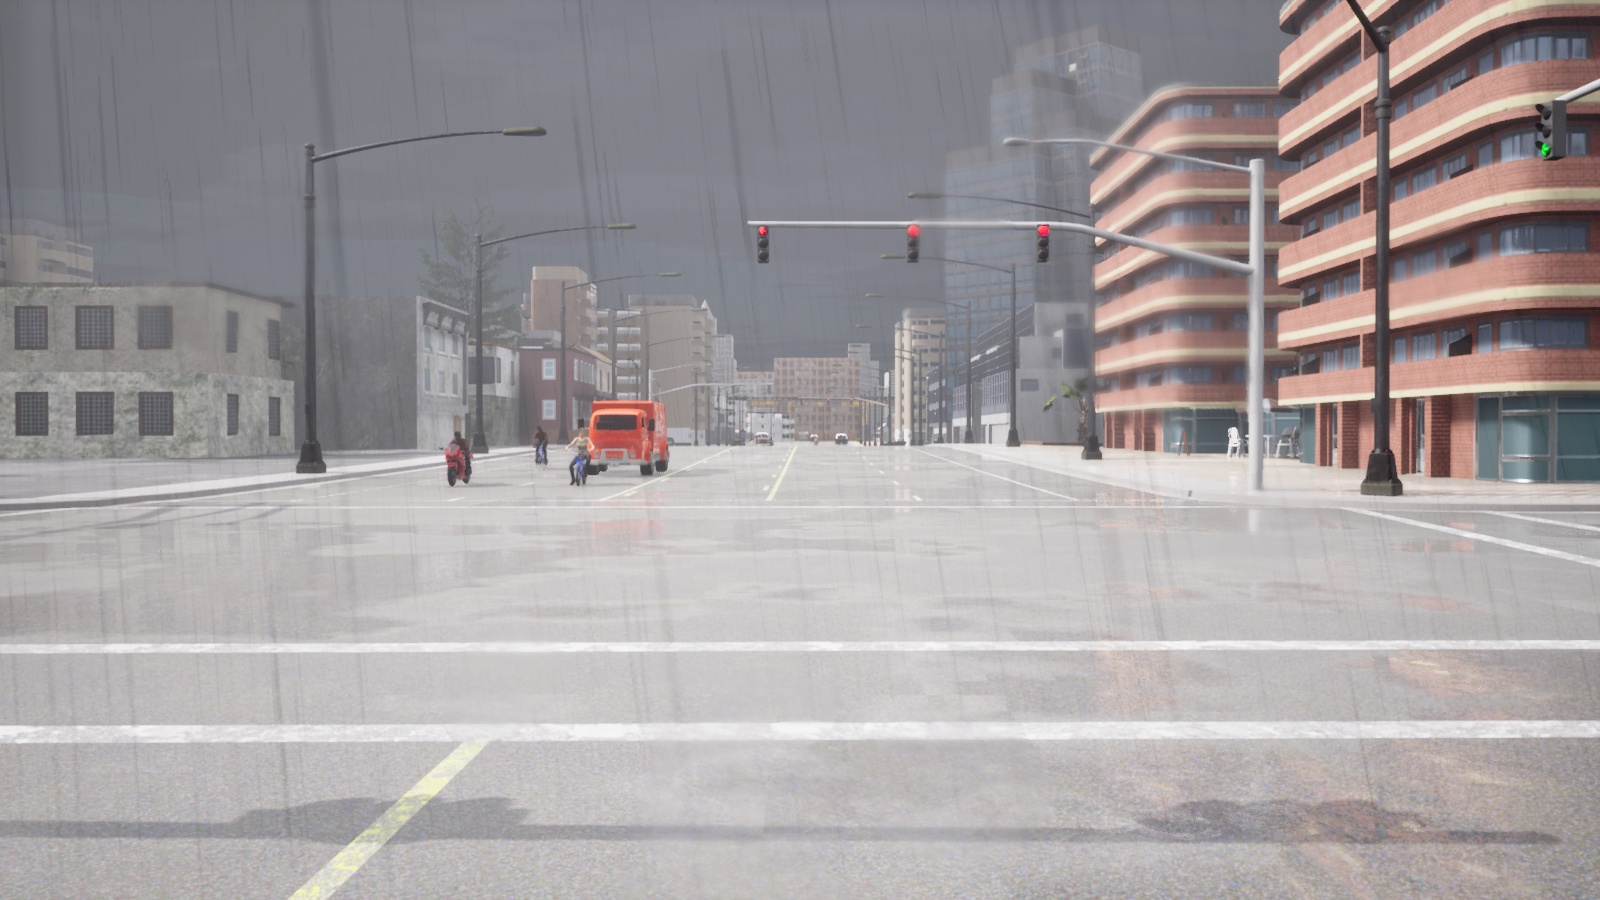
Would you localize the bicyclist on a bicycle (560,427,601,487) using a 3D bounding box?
[{"bbox_3d":[-6.079,0.182,34.862,0.866,1.612,1.509,0,1,0],"label":"bicyclist on a bicycle"}]

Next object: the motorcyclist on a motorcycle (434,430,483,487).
[{"bbox_3d":[-9.511,0.225,35.034,0.797,1.523,2.044,0,1,0],"label":"motorcyclist on a motorcycle"}]

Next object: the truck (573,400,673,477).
[{"bbox_3d":[-5.941,-0.436,42.915,2.627,2.467,5.204,0,2,0],"label":"truck"}]
